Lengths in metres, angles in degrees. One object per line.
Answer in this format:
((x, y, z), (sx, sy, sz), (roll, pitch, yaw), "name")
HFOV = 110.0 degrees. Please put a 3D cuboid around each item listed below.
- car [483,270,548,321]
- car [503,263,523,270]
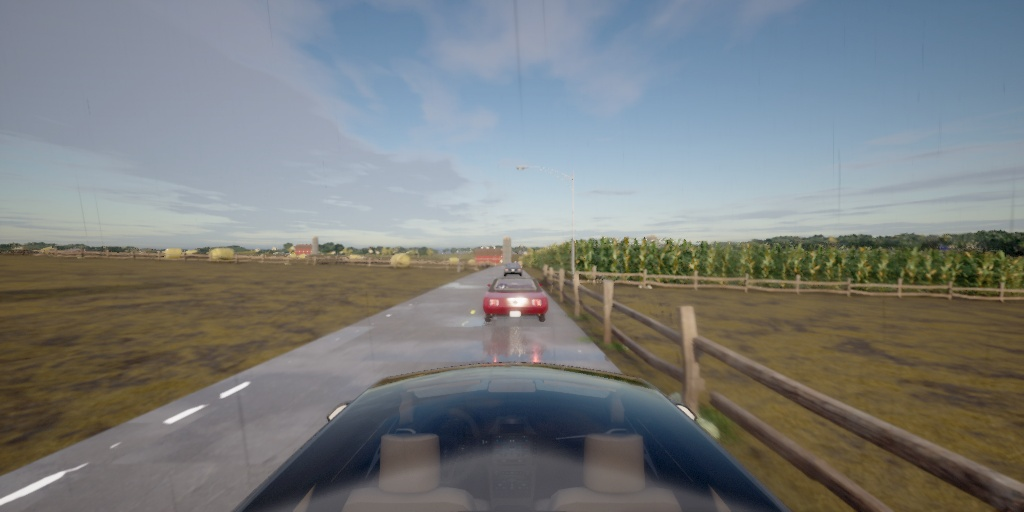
((0.100, 1.344, 12.323), (1.895, 1.301, 4.718), (0, 0, 0), "car")
((0.097, 1.365, 35.911), (2.033, 1.411, 5.357), (0, 0, 0), "car")
